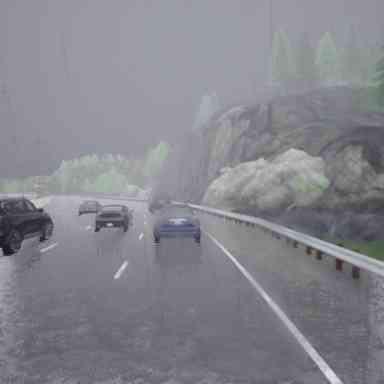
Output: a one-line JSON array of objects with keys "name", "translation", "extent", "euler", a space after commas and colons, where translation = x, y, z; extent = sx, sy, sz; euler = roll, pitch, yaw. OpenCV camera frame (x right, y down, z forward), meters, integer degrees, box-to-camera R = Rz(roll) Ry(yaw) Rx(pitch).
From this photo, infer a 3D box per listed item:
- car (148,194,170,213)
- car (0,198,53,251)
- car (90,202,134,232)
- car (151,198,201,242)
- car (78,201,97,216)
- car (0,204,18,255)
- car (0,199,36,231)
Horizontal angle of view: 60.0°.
[{"name": "car", "translation": [-3.494, 1.229, 35.811], "extent": [2.150, 2.045, 5.566], "euler": [0, 0, -11]}, {"name": "car", "translation": [-7.531, 1.236, 13.447], "extent": [2.150, 2.045, 5.566], "euler": [0, 0, -4]}, {"name": "car", "translation": [-4.690, 1.515, 20.363], "extent": [1.837, 1.490, 4.892], "euler": [0, 0, -6]}, {"name": "car", "translation": [-0.798, 1.354, 16.471], "extent": [2.097, 1.767, 4.553], "euler": [0, 0, -5]}, {"name": "car", "translation": [-10.088, 1.568, 33.119], "extent": [2.033, 1.411, 5.357], "euler": [0, 0, -11]}, {"name": "car", "translation": [-3.488, 1.228, 1.815], "extent": [2.150, 2.045, 5.566], "euler": [0, 0, -1]}, {"name": "car", "translation": [-11.850, 1.376, 21.217], "extent": [2.097, 1.767, 4.553], "euler": [0, 0, -7]}]
